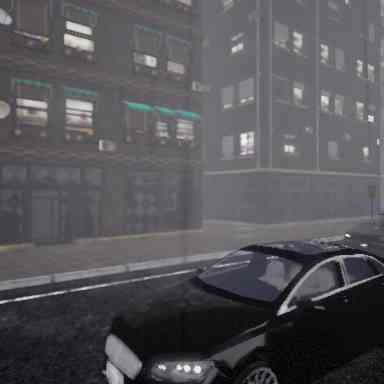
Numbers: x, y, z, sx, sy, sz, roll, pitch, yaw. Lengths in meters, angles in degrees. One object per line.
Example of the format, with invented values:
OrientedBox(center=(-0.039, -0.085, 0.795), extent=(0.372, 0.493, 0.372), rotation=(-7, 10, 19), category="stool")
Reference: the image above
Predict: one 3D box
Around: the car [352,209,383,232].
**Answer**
OrientedBox(center=(8.463, 1.580, 13.702), extent=(5.357, 1.411, 2.033), rotation=(0, 0, -35), category="car")

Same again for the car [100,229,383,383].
OrientedBox(center=(1.262, 1.500, 4.586), extent=(4.902, 1.511, 2.128), rotation=(0, 0, -35), category="car")

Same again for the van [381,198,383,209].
OrientedBox(center=(24.931, 1.713, 45.255), extent=(1.690, 1.788, 3.998), rotation=(-1, 0, -36), category="van")
